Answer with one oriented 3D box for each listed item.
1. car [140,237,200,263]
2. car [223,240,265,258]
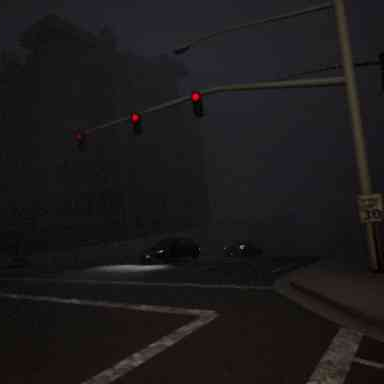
[{"bbox_3d":[-1.239,3.612,20.946,1.812,1.442,4.674,-9,-10,33],"label":"car"},{"bbox_3d":[4.541,4.966,28.952,2.097,1.767,4.553,-9,-17,34],"label":"car"}]
